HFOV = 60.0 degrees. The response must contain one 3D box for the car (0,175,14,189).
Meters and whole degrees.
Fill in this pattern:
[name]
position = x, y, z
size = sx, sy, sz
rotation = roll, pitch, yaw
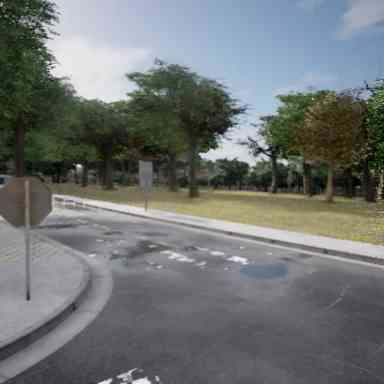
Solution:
[car]
position = -13.551, -0.178, 23.378
size = 2.150, 2.045, 5.566
rotation = -1, 4, -42
